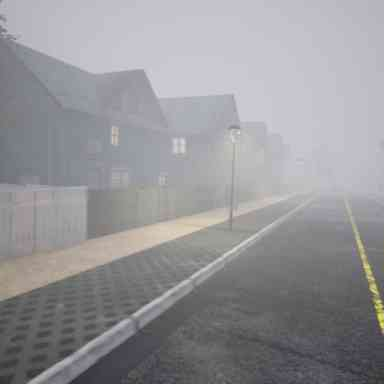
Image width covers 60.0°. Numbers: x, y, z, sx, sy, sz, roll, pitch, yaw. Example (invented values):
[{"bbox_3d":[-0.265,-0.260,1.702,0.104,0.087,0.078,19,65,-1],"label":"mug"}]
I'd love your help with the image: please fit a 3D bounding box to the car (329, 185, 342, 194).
[{"bbox_3d":[25.236,-0.506,58.475,2.033,1.411,5.357,4,3,24],"label":"car"}]
